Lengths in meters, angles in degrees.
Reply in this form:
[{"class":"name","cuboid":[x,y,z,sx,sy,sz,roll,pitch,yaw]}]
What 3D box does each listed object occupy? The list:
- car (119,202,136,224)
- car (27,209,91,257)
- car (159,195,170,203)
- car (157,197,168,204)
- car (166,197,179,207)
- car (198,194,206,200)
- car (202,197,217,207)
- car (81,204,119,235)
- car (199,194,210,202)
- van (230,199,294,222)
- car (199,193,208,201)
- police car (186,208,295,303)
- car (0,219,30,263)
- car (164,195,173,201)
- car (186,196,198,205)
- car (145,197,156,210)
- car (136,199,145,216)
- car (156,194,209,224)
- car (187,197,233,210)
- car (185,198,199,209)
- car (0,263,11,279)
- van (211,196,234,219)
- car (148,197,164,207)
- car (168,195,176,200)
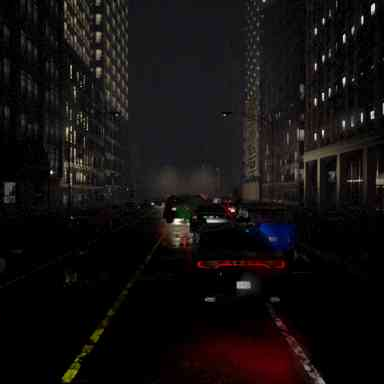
[{"class":"car","cuboid":[-5.679,1.545,24.325,2.008,1.369,4.403,-1,0,0]},{"class":"car","cuboid":[-5.688,1.563,12.958,1.947,1.339,4.313,-1,0,0]},{"class":"car","cuboid":[-5.641,1.422,69.794,1.967,1.590,4.097,-1,0,0]},{"class":"car","cuboid":[-5.645,1.566,64.111,1.802,1.307,4.206,-1,0,0]},{"class":"car","cuboid":[-2.957,1.513,51.114,1.812,1.442,4.674,0,0,0]},{"class":"car","cuboid":[2.759,1.414,92.522,1.967,1.590,4.097,-1,0,0]},{"class":"car","cuboid":[2.726,1.538,52.736,2.008,1.369,4.403,-1,0,0]},{"class":"car","cuboid":[-5.683,1.540,18.642,1.887,1.381,4.507,-1,0,0]},{"class":"car","cuboid":[2.743,1.296,75.471,2.192,1.841,5.009,-1,0,0]},{"class":"van","cuboid":[2.691,1.338,12.951,1.690,1.788,3.998,-1,0,0]},{"class":"car","cuboid":[2.748,1.294,81.155,2.192,1.841,5.009,-1,0,0]},{"class":"police car","cuboid":[0.906,1.423,8.409,1.930,1.638,5.238,0,0,0]},{"class":"car","cuboid":[-5.693,1.549,7.274,2.008,1.369,4.403,-1,0,0]},{"class":"car","cuboid":[-5.630,1.504,80.992,1.752,1.417,4.829,-1,0,0]},{"class":"car","cuboid":[0.049,1.477,59.310,2.128,1.511,4.902,0,0,0]},{"class":"car","cuboid":[-5.664,1.541,41.376,2.008,1.369,4.403,-1,0,0]},{"class":"car","cuboid":[-5.673,1.575,30.009,1.802,1.307,4.206,-1,0,0]},{"class":"car","cuboid":[-0.123,1.214,24.684,2.150,2.045,5.566,-1,0,24]},{"class":"car","cuboid":[0.913,1.347,18.269,2.097,1.767,4.553,0,0,0]},{"class":"car","cuboid":[0.055,1.590,46.021,1.895,1.301,4.718,0,0,1]},{"class":"car","cuboid":[-3.102,1.563,1.869,1.994,1.385,4.181,0,0,0]},{"class":"van","cuboid":[2.705,1.334,30.002,1.690,1.788,3.998,-1,0,0]},{"class":"car","cuboid":[-5.654,1.538,52.743,2.008,1.369,4.403,-1,0,0]},{"class":"car","cuboid":[-5.621,1.540,92.529,1.947,1.339,4.313,-1,0,0]}]
